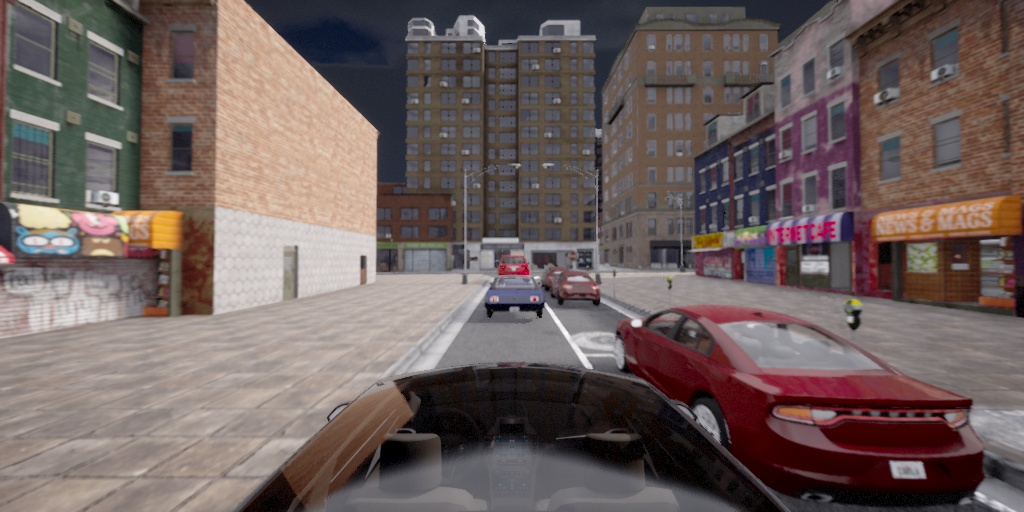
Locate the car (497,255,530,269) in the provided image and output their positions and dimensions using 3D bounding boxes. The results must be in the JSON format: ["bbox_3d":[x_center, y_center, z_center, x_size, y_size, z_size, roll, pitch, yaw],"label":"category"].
[{"bbox_3d":[0.092,0.924,25.317,2.150,2.045,5.566,0,0,0],"label":"car"}]

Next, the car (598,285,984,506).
[{"bbox_3d":[2.639,1.287,4.630,1.888,1.381,4.507,0,0,0],"label":"car"}]

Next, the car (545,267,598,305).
[{"bbox_3d":[2.638,1.301,15.506,1.802,1.307,4.207,0,0,0],"label":"car"}]

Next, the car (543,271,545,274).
[{"bbox_3d":[2.638,1.292,20.944,1.802,1.307,4.207,0,0,0],"label":"car"}]

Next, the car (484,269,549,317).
[{"bbox_3d":[0.107,1.324,13.006,1.895,1.301,4.718,0,0,1],"label":"car"}]
